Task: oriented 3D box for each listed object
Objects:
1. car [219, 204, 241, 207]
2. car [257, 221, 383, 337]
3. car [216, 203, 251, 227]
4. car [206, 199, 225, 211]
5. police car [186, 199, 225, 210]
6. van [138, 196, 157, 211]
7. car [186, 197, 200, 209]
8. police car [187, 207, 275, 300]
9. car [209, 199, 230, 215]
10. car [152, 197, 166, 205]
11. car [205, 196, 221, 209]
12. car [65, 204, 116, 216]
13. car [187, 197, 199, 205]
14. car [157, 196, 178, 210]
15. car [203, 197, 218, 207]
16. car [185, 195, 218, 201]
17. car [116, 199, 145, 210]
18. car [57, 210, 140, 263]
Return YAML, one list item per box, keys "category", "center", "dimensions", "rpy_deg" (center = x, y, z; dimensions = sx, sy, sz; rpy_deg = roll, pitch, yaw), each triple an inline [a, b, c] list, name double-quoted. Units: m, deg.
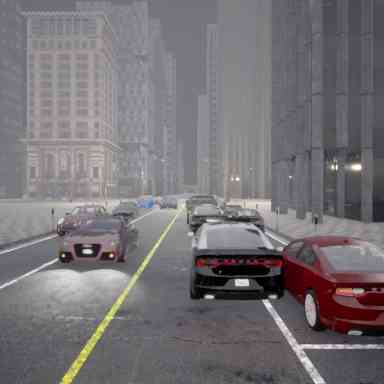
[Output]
- category: "car"
  center: [2.796, 1.548, 17.998]
  dimensions: [2.008, 1.369, 4.403]
  rpy_deg: [0, 0, 0]
- category: "car"
  center: [2.773, 1.544, 6.717]
  dimensions: [1.887, 1.381, 4.507]
  rpy_deg: [0, 0, 0]
- category: "car"
  center: [2.807, 1.560, 23.638]
  dimensions: [1.947, 1.339, 4.313]
  rpy_deg: [0, 0, 0]
- category: "car"
  center: [2.841, 1.533, 40.561]
  dimensions: [2.008, 1.369, 4.403]
  rpy_deg: [0, 0, 0]
- category: "police car"
  center: [0.809, 1.422, 18.538]
  dimensions: [1.930, 1.638, 5.238]
  rpy_deg: [0, 0, -2]
- category: "van"
  center: [-5.685, 1.323, 40.577]
  dimensions: [1.690, 1.788, 3.998]
  rpy_deg: [0, 0, 0]
- category: "car"
  center: [0.122, 1.483, 45.535]
  dimensions: [1.837, 1.490, 4.892]
  rpy_deg: [0, 0, 1]
- category: "police car"
  center: [0.904, 1.426, 8.566]
  dimensions: [1.930, 1.638, 5.238]
  rpy_deg: [0, 0, 0]
- category: "car"
  center: [2.830, 1.512, 35.090]
  dimensions: [1.752, 1.417, 4.829]
  rpy_deg: [0, 0, 0]
- category: "car"
  center: [-5.650, 1.516, 57.500]
  dimensions: [2.008, 1.369, 4.403]
  rpy_deg: [0, 0, 0]
- category: "car"
  center: [2.852, 1.417, 46.202]
  dimensions: [1.967, 1.590, 4.097]
  rpy_deg: [0, 0, 0]
- category: "car"
  center: [-5.730, 1.437, 18.013]
  dimensions: [1.967, 1.590, 4.097]
  rpy_deg: [0, 0, 0]
- category: "car"
  center: [0.116, 1.529, 58.096]
  dimensions: [1.994, 1.385, 4.181]
  rpy_deg: [0, 0, 0]
- category: "car"
  center: [-2.916, 1.333, 42.299]
  dimensions: [2.097, 1.767, 4.553]
  rpy_deg: [0, 0, 0]
- category: "car"
  center: [2.864, 1.522, 51.843]
  dimensions: [2.008, 1.369, 4.403]
  rpy_deg: [0, 0, 0]
- category: "car"
  center: [0.725, 1.217, 24.486]
  dimensions: [2.150, 2.045, 5.566]
  rpy_deg: [0, 0, 0]
- category: "car"
  center: [-5.707, 1.557, 29.295]
  dimensions: [1.947, 1.339, 4.313]
  rpy_deg: [0, 0, 0]
- category: "car"
  center: [-3.077, 1.562, 11.778]
  dimensions: [1.994, 1.385, 4.181]
  rpy_deg: [0, 0, 0]
